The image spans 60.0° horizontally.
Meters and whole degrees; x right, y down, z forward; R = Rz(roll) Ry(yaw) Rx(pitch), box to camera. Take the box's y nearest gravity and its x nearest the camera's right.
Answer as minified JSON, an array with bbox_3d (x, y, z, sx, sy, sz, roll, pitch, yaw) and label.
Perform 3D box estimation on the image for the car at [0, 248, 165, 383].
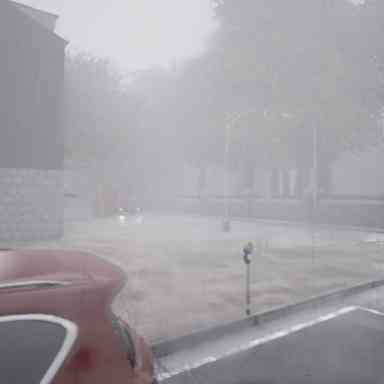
[{"bbox_3d":[-2.409,1.304,1.094,5.009,1.841,2.192,1,0,-35],"label":"car"}]

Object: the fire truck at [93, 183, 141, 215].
[{"bbox_3d":[-9.524,0.858,41.120,2.891,3.827,8.468,0,-1,-36],"label":"fire truck"}]
